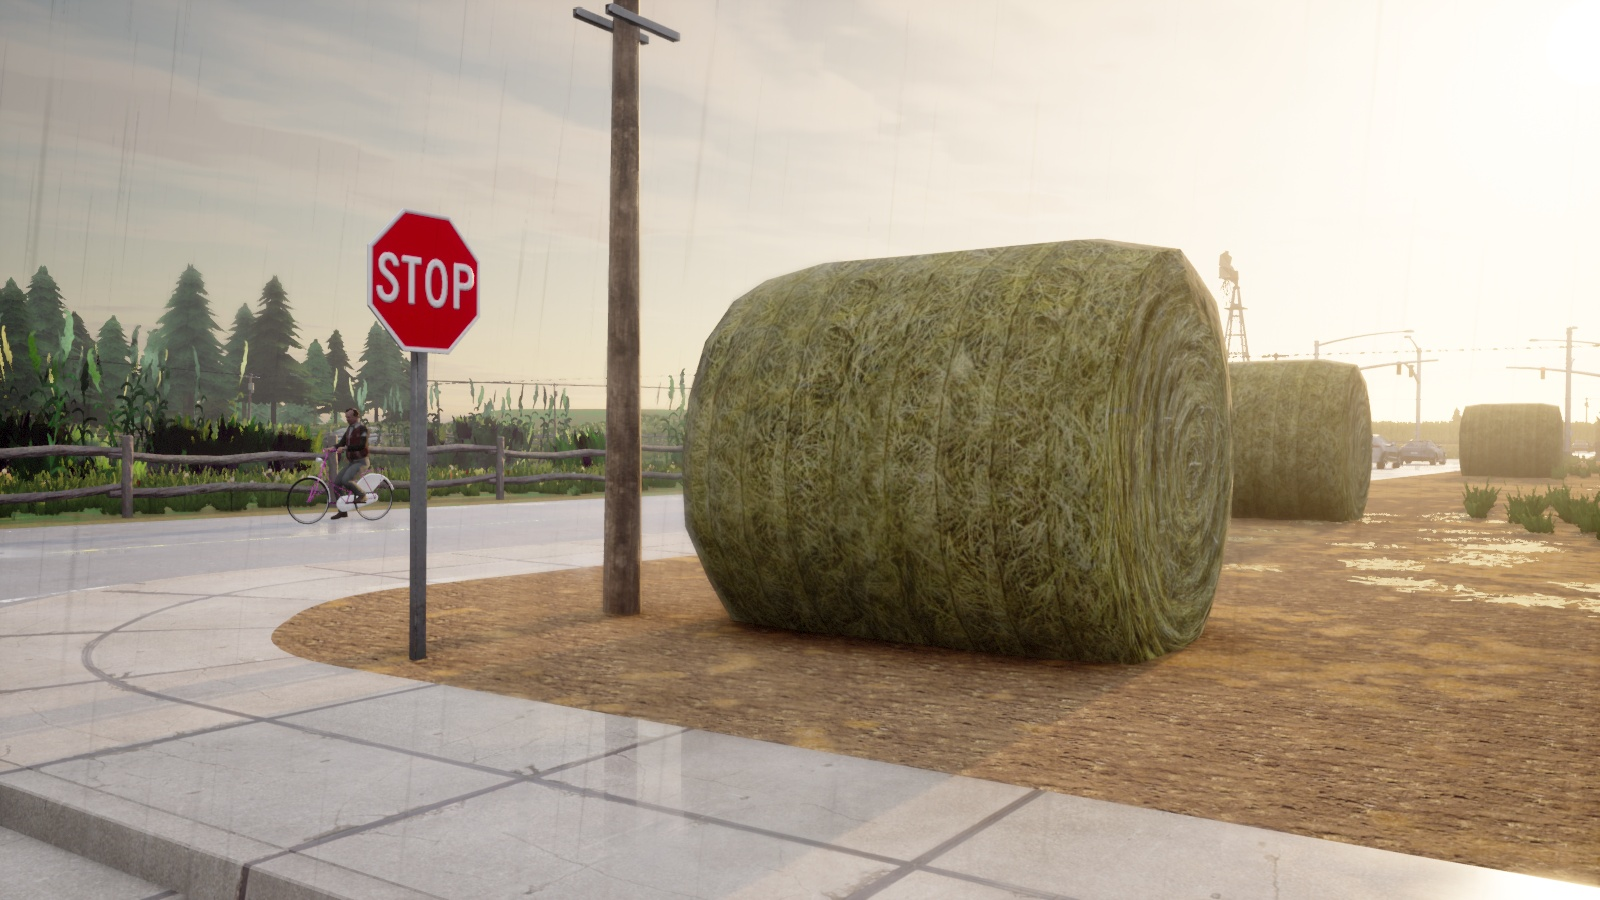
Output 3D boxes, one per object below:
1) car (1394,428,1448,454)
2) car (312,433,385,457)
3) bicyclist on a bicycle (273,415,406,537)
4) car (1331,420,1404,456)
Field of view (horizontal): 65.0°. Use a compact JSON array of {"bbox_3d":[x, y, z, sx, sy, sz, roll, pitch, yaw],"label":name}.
[{"bbox_3d":[34.361,-0.499,69.450,1.994,1.385,4.181,0,1,36],"label":"car"},{"bbox_3d":[-33.333,-0.390,92.854,2.242,1.667,4.611,0,1,37],"label":"car"},{"bbox_3d":[-7.018,0.368,19.220,0.659,1.776,1.843,0,1,36],"label":"bicyclist on a bicycle"},{"bbox_3d":[26.784,-0.575,59.175,2.152,1.651,5.027,0,1,36],"label":"car"}]
